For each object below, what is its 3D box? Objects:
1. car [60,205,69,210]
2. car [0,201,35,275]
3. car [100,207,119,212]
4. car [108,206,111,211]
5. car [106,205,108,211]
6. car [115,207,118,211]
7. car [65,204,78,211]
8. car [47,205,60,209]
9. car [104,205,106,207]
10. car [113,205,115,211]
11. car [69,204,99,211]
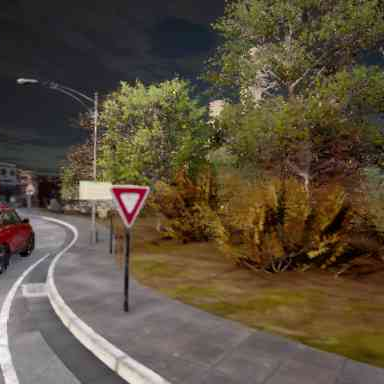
[{"bbox_3d":[-26.643,3.536,72.677,1.994,1.385,4.181,1,-4,-5],"label":"car"},{"bbox_3d":[-7.067,1.478,11.357,2.150,2.045,5.566,1,-1,-13],"label":"car"},{"bbox_3d":[-22.590,4.790,91.323,4.792,1.488,2.163,1,-3,-5],"label":"car"},{"bbox_3d":[-21.453,3.727,74.866,5.366,1.575,1.946,1,-4,-5],"label":"car"},{"bbox_3d":[-20.811,3.364,69.401,4.892,1.521,2.231,1,-4,-5],"label":"car"},{"bbox_3d":[-22.167,4.473,85.838,4.674,1.452,2.002,1,-4,-5],"label":"car"},{"bbox_3d":[-30.968,4.033,85.707,2.097,1.767,4.553,1,-4,-5],"label":"car"},{"bbox_3d":[-29.848,3.403,72.007,2.128,1.511,4.902,1,-4,-5],"label":"car"},{"bbox_3d":[-20.598,3.174,66.663,5.008,1.535,2.097,1,-4,-5],"label":"car"},{"bbox_3d":[-21.747,3.966,80.359,4.553,1.767,2.185,1,-4,-5],"label":"car"},{"bbox_3d":[-20.373,2.983,63.924,4.892,1.521,2.231,1,-4,-5],"label":"car"}]
